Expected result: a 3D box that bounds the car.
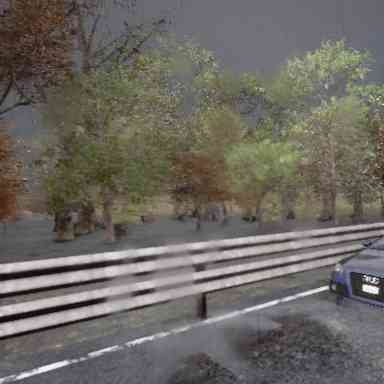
[{"bbox_3d":[4.826,1.567,7.128,4.181,1.385,1.994,0,0,-35],"label":"car"}]
